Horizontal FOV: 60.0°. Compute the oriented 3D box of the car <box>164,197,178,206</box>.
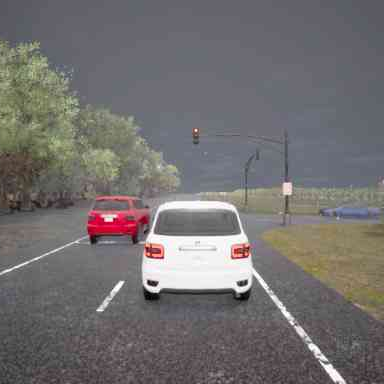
[{"bbox_3d":[-3.397,1.571,55.216,1.994,1.385,4.181,0,0,0],"label":"car"}]

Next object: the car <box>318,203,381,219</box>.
[{"bbox_3d":[14.952,1.770,31.646,5.357,1.411,2.033,1,-1,2],"label":"car"}]

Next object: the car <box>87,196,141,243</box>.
[{"bbox_3d":[-3.398,1.227,16.307,2.150,2.045,5.566,0,0,0],"label":"car"}]

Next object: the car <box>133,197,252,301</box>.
[{"bbox_3d":[0.102,1.224,8.493,2.150,2.045,5.566,0,0,0],"label":"car"}]
